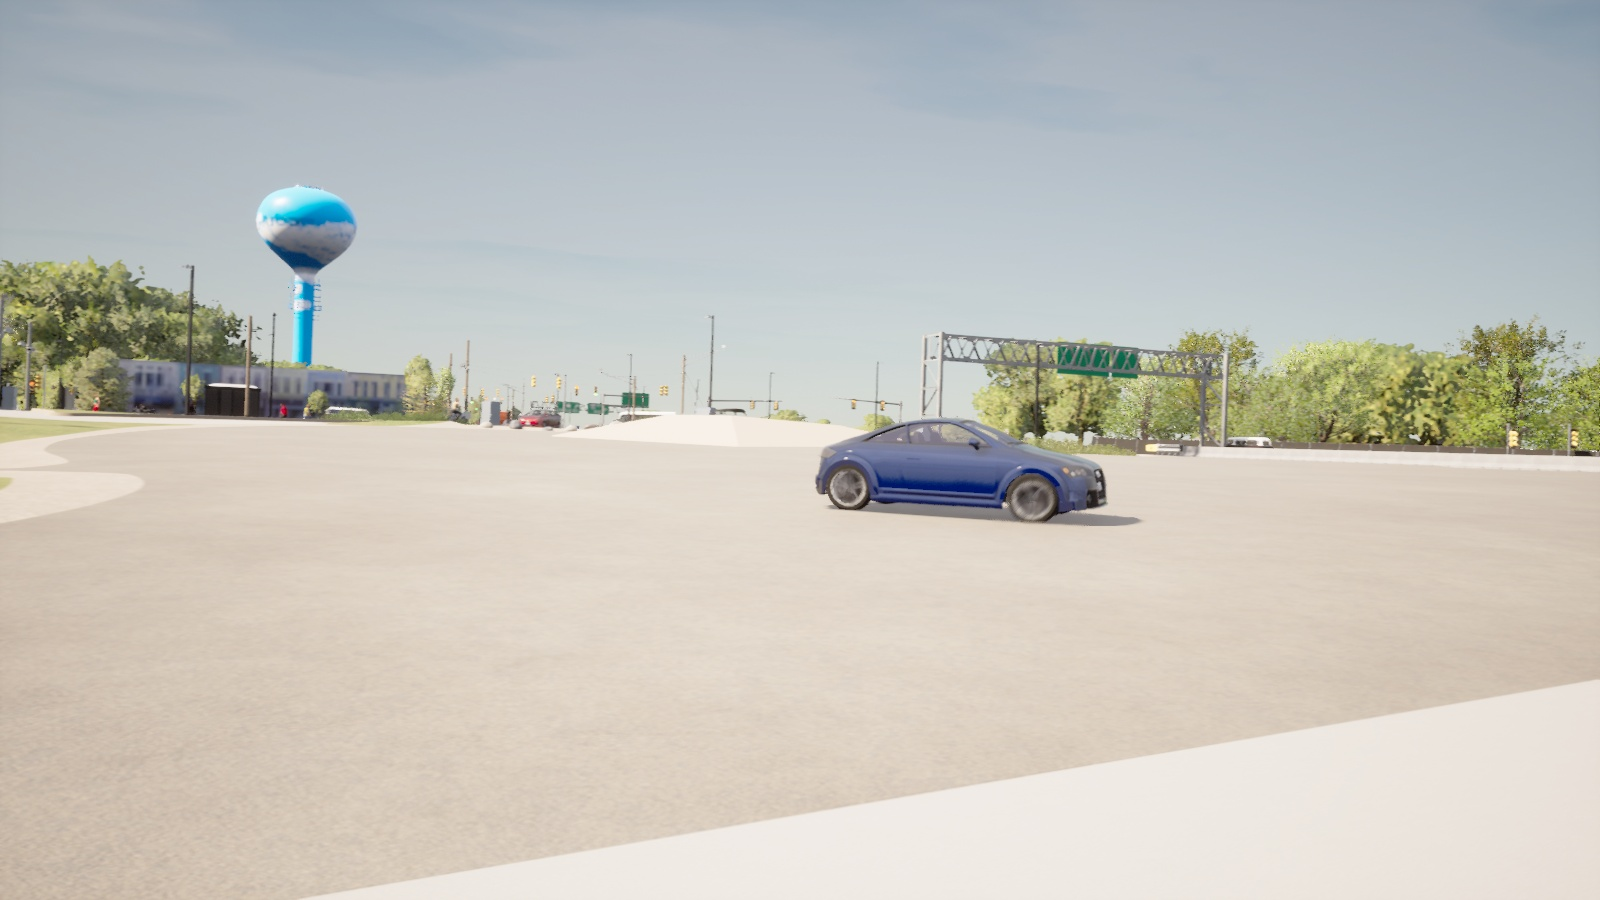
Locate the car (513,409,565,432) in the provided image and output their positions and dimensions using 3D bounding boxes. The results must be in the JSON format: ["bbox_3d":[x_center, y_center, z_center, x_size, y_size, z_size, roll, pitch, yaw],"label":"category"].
[{"bbox_3d":[-18.614,-2.098,89.793,2.007,1.525,4.514,1,0,11],"label":"car"}]

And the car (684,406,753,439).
[{"bbox_3d":[-5.166,-1.729,79.711,3.866,1.878,1.905,2,1,-32],"label":"car"}]

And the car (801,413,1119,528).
[{"bbox_3d":[2.343,0.228,18.289,4.181,1.385,1.994,3,2,22],"label":"car"}]
